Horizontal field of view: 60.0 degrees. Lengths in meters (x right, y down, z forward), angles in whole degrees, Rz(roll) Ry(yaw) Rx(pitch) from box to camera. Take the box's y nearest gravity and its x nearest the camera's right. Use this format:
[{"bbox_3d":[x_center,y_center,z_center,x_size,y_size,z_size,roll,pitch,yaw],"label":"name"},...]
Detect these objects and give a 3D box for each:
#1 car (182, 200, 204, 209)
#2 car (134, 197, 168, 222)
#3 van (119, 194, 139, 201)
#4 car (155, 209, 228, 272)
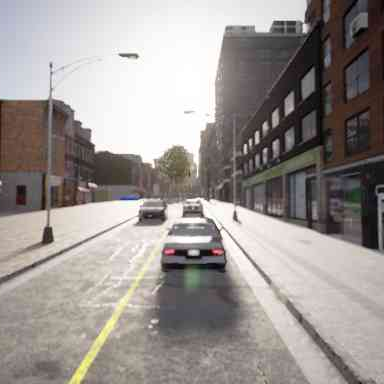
[{"bbox_3d":[0.096,1.374,29.636,2.033,1.411,5.357,0,0,0],"label":"car"},{"bbox_3d":[-2.850,1.338,25.162,1.882,1.535,5.008,0,0,0],"label":"car"},{"bbox_3d":[-12.927,1.235,69.135,3.998,1.788,1.690,0,-2,0],"label":"van"},{"bbox_3d":[0.087,1.505,10.571,2.033,1.411,5.357,0,0,1],"label":"car"}]
